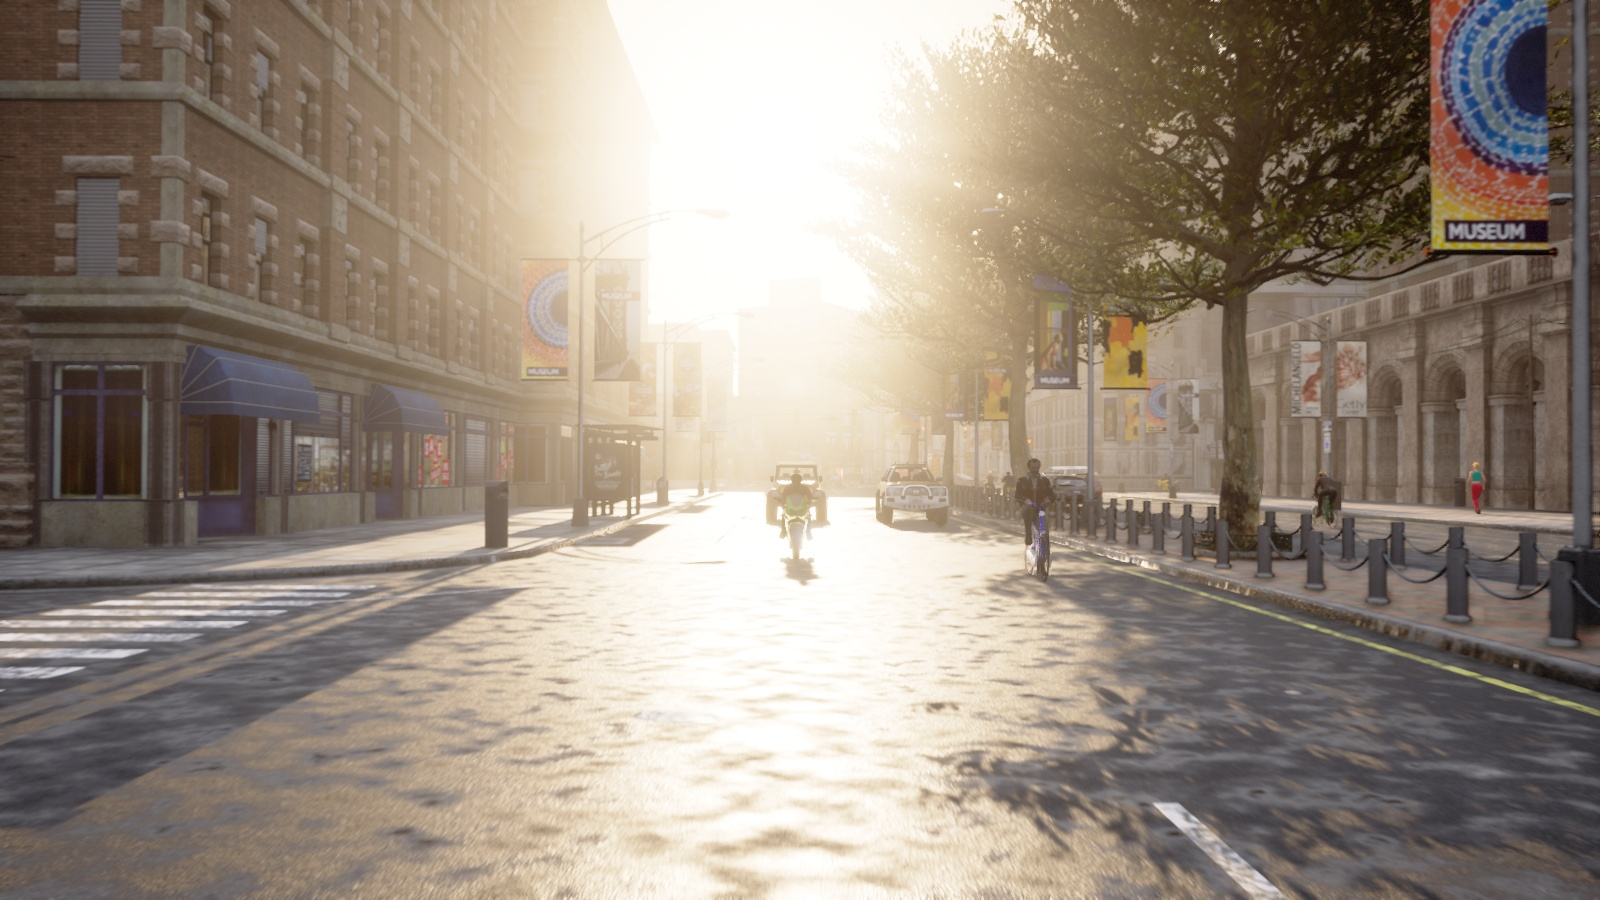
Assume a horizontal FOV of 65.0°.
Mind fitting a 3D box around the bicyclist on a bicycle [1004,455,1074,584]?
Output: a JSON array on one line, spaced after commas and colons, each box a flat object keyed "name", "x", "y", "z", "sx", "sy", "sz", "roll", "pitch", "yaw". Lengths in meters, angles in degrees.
[{"name": "bicyclist on a bicycle", "x": 3.454, "y": 0.977, "z": 18.274, "sx": 0.659, "sy": 1.776, "sz": 1.843, "roll": 0, "pitch": -1, "yaw": 0}]

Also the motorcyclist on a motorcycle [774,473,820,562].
[{"name": "motorcyclist on a motorcycle", "x": -0.057, "y": 1.176, "z": 22.656, "sx": 0.797, "sy": 1.523, "sz": 2.044, "roll": 0, "pitch": -1, "yaw": 0}]

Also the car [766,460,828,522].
[{"name": "car", "x": -0.101, "y": 1.286, "z": 40.346, "sx": 1.905, "sy": 1.878, "sz": 3.866, "roll": 0, "pitch": -1, "yaw": 0}]

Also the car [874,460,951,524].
[{"name": "car", "x": 3.403, "y": 1.266, "z": 38.703, "sx": 1.932, "sy": 1.855, "sz": 4.605, "roll": 0, "pitch": -1, "yaw": 0}]

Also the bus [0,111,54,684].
[{"name": "bus", "x": -10.963, "y": -0.389, "z": 7.711, "sx": 10.273, "sy": 4.253, "sz": 3.944, "roll": 0, "pitch": -1, "yaw": -4}]

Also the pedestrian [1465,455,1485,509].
[{"name": "pedestrian", "x": 23.384, "y": 1.106, "z": 43.497, "sx": 0.345, "sy": 1.836, "sz": 0.594, "roll": 0, "pitch": -1, "yaw": 1}]

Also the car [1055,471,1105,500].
[{"name": "car", "x": 14.834, "y": 1.884, "z": 66.661, "sx": 1.845, "sy": 1.501, "sz": 3.633, "roll": 0, "pitch": -1, "yaw": 0}]

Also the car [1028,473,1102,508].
[{"name": "car", "x": 11.365, "y": 1.724, "z": 54.214, "sx": 2.033, "sy": 1.411, "sz": 5.357, "roll": 0, "pitch": -1, "yaw": 0}]

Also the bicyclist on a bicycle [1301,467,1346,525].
[{"name": "bicyclist on a bicycle", "x": 14.911, "y": 1.307, "z": 35.803, "sx": 0.582, "sy": 1.620, "sz": 1.656, "roll": 0, "pitch": -1, "yaw": 0}]
